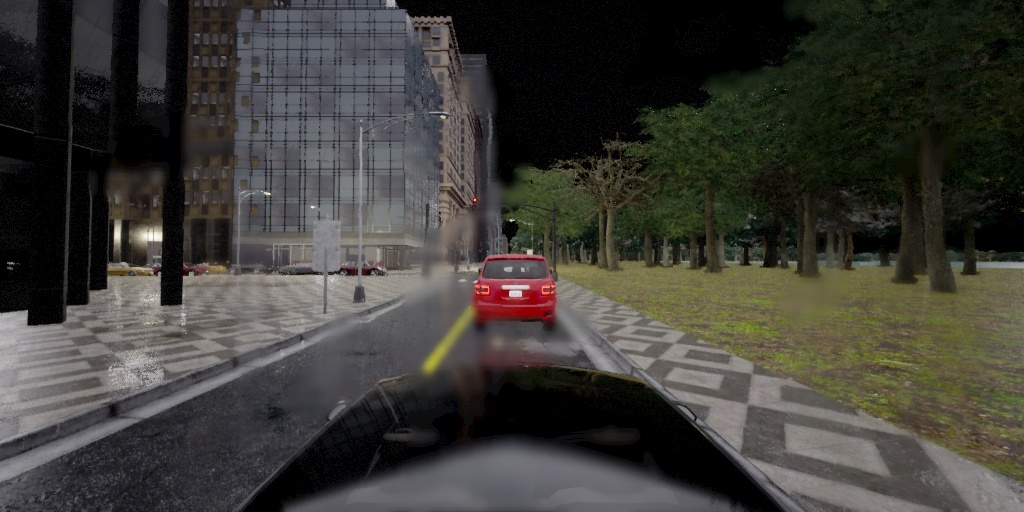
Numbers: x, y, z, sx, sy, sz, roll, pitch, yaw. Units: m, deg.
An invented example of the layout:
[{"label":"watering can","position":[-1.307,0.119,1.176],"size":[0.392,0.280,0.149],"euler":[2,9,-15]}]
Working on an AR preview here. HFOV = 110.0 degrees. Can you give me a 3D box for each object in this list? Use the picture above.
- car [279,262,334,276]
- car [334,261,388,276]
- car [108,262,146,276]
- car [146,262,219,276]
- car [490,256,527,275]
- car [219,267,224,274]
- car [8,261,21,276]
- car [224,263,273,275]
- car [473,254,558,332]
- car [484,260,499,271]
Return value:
[{"label":"car","position":[-19.876,1.312,35.353],"size":[5.357,1.411,2.033],"euler":[0,-2,0]},{"label":"car","position":[-13.497,1.129,32.672],"size":[4.097,1.591,1.967],"euler":[0,0,-1]},{"label":"car","position":[-35.246,1.229,32.673],"size":[4.829,1.417,1.751],"euler":[0,0,0]},{"label":"car","position":[-29.928,1.245,32.673],"size":[4.507,1.381,1.888],"euler":[0,0,0]},{"label":"car","position":[-0.320,1.050,42.559],"size":[2.150,2.045,5.566],"euler":[1,1,25]},{"label":"car","position":[-35.580,1.455,41.195],"size":[4.829,1.417,1.751],"euler":[0,0,0]},{"label":"car","position":[-46.392,1.149,32.674],"size":[4.097,1.591,1.967],"euler":[0,0,0]},{"label":"car","position":[-29.923,1.492,41.195],"size":[4.313,1.339,1.948],"euler":[0,0,0]},{"label":"car","position":[0.104,0.976,11.072],"size":[2.150,2.045,5.566],"euler":[0,0,0]},{"label":"car","position":[-3.038,1.395,53.109],"size":[2.033,1.411,5.357],"euler":[0,0,-3]}]
